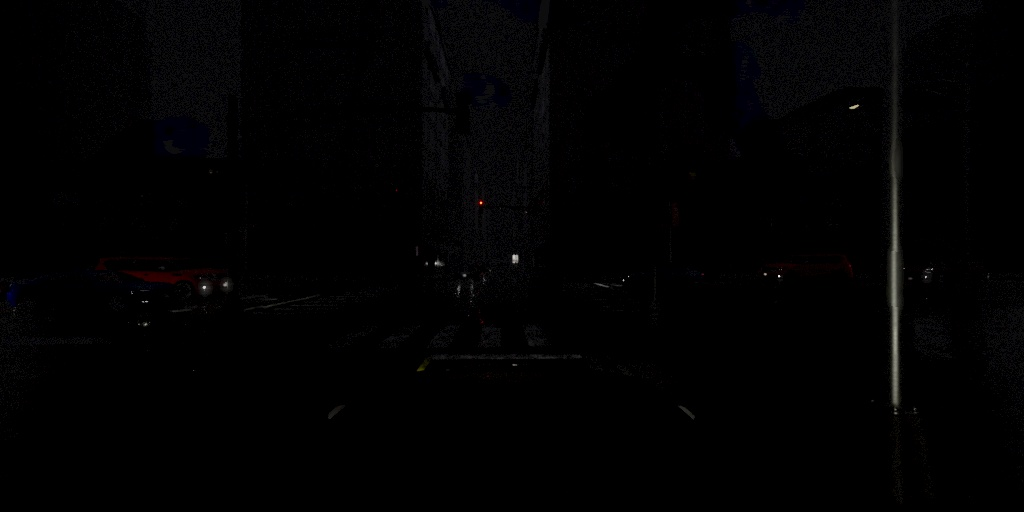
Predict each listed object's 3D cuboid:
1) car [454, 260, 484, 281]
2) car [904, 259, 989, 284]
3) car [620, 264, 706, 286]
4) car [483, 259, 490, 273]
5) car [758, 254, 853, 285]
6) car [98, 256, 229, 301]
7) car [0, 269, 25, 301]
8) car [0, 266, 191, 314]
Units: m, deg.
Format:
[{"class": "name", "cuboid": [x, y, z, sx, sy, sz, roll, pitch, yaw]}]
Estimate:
[{"class": "car", "cuboid": [-3.754, 1.261, 30.282, 2.128, 1.511, 4.902, 0, 0, -2]}, {"class": "car", "cuboid": [30.086, 0.987, 25.065, 4.553, 1.767, 2.097, 0, 0, -2]}, {"class": "car", "cuboid": [10.235, 1.250, 24.472, 5.357, 1.411, 2.033, 0, 0, -2]}, {"class": "car", "cuboid": [-4.154, 1.390, 44.765, 1.895, 1.301, 4.718, 0, 0, -2]}, {"class": "car", "cuboid": [20.193, 0.889, 24.773, 5.566, 2.045, 2.150, 0, 0, -2]}, {"class": "car", "cuboid": [-16.343, 1.032, 16.963, 5.566, 2.045, 2.150, 0, 0, -2]}, {"class": "car", "cuboid": [-26.265, 1.374, 16.658, 4.674, 1.442, 1.812, 0, 0, -1]}, {"class": "car", "cuboid": [-15.783, 1.285, 13.727, 5.008, 1.535, 1.882, 0, 0, -2]}]
